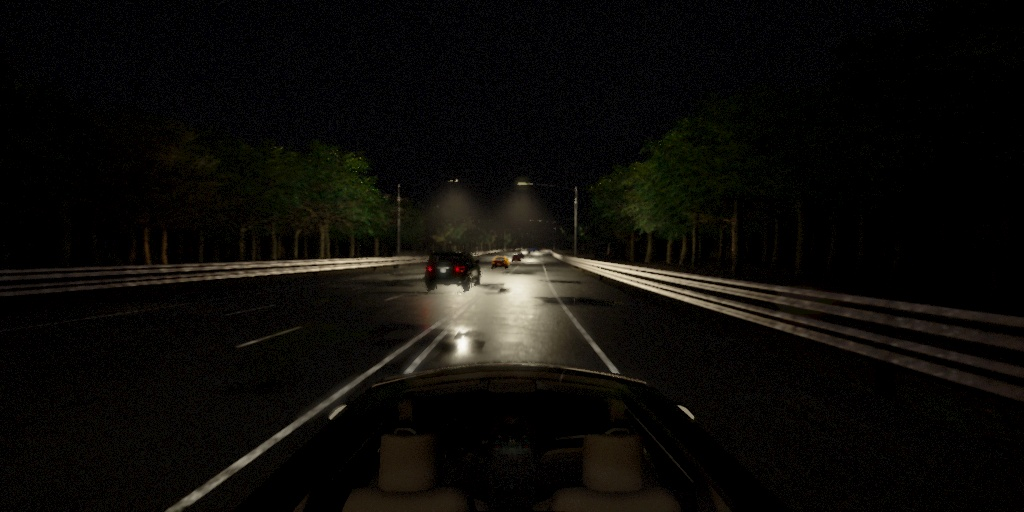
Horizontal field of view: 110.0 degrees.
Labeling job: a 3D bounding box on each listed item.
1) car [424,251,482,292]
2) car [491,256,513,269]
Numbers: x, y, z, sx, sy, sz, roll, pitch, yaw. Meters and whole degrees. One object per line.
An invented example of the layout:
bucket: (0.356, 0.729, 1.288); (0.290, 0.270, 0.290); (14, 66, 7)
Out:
car: (-3.104, 0.770, 19.774); (2.150, 2.045, 5.566); (0, 1, 4)
car: (-1.331, 0.776, 43.722); (1.882, 1.535, 5.008); (0, 1, 4)
